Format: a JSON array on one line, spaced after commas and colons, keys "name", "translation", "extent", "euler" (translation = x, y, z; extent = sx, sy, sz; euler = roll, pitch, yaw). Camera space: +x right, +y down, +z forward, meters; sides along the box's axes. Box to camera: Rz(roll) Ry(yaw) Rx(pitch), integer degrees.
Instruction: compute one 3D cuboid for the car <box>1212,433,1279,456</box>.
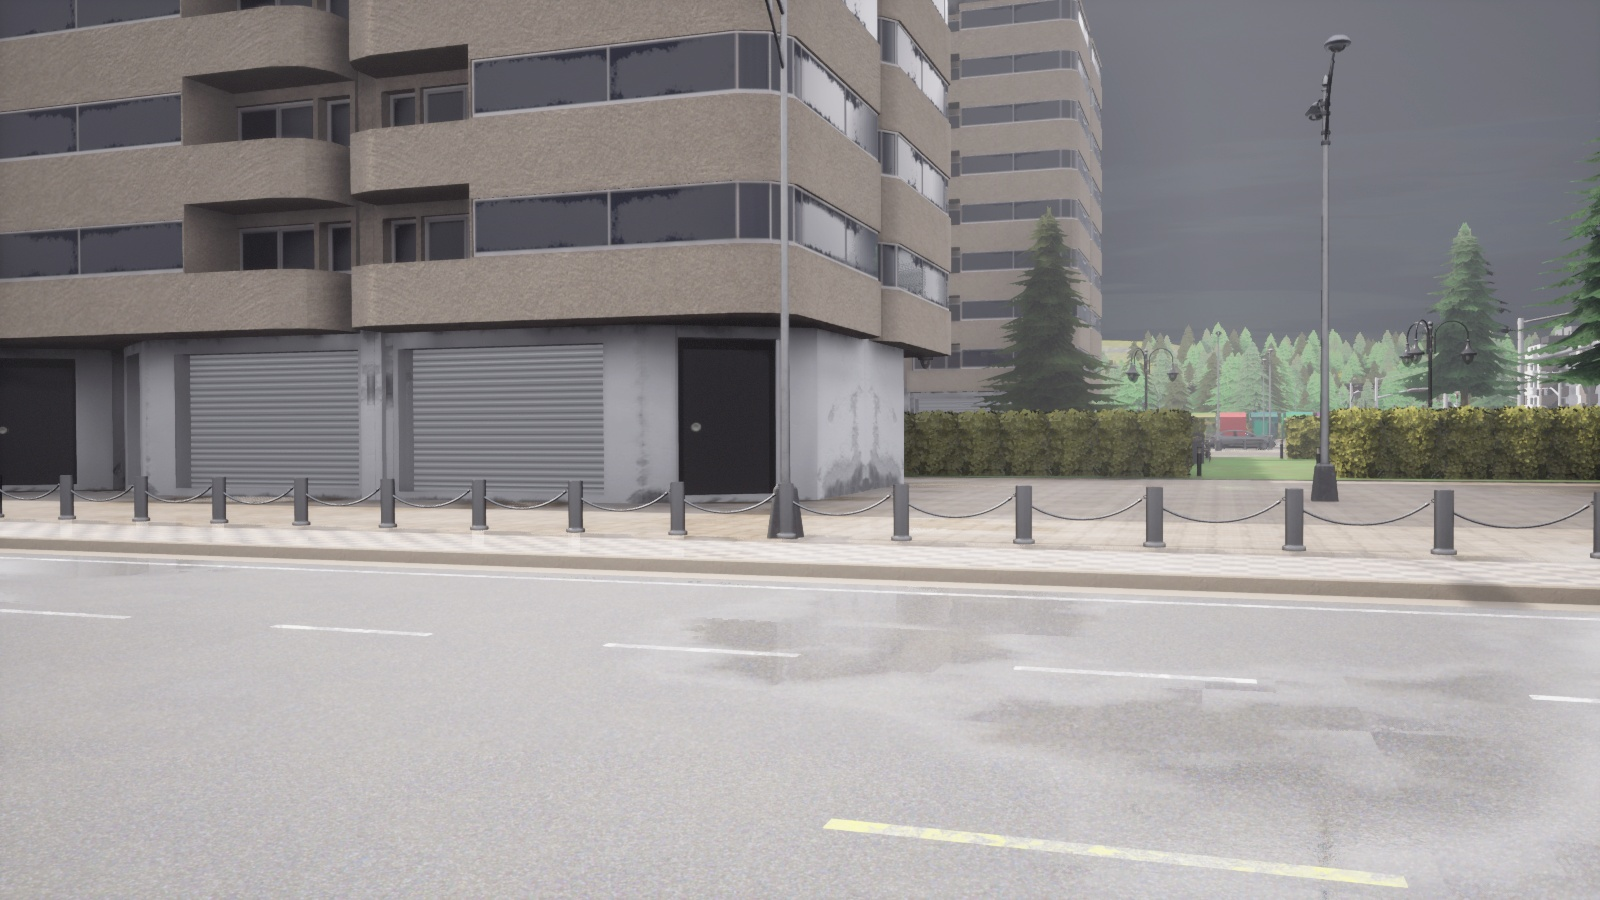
[{"name": "car", "translation": [29.574, -0.385, 83.478], "extent": [4.193, 1.474, 1.816], "euler": [1, 1, 18]}]
